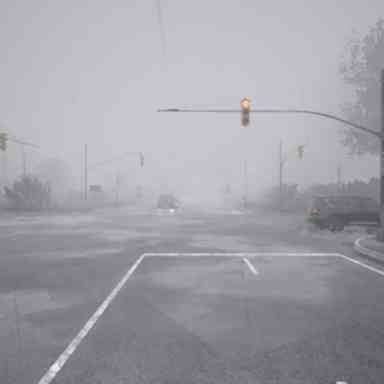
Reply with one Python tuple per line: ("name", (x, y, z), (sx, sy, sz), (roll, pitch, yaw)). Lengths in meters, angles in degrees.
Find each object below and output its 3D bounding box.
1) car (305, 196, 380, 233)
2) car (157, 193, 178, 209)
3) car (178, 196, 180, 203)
("car", (9.460, 1.230, 19.150), (5.566, 2.045, 2.150), (0, 0, 3))
("car", (-3.476, 1.214, 45.873), (2.150, 2.045, 5.566), (0, 0, 0))
("car", (-3.331, 1.537, 68.188), (2.033, 1.411, 5.357), (0, 0, 0))
